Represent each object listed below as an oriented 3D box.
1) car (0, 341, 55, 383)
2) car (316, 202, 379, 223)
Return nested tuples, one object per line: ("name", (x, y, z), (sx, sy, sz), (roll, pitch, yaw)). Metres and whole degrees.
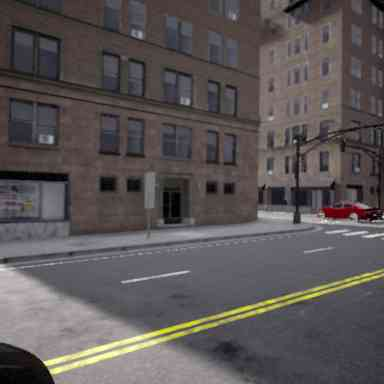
("car", (-3.129, 1.470, 1.208), (5.008, 1.535, 1.882), (0, 0, -36))
("car", (12.468, 1.584, 26.990), (1.882, 1.535, 5.008), (2, -1, -29))
